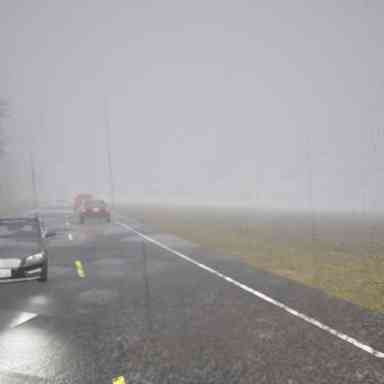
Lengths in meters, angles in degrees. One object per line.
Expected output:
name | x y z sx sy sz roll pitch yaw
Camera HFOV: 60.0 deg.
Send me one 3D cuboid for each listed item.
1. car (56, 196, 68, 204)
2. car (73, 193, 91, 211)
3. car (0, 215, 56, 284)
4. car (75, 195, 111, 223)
car | -25.584 1.502 65.342 1.812 1.442 4.674 1 0 -18
car | -12.937 1.192 39.697 2.150 2.045 5.566 1 0 -20
car | -4.960 1.451 9.306 2.128 1.511 4.902 1 0 -22
car | -7.465 1.326 25.187 2.097 1.767 4.553 1 0 -21
